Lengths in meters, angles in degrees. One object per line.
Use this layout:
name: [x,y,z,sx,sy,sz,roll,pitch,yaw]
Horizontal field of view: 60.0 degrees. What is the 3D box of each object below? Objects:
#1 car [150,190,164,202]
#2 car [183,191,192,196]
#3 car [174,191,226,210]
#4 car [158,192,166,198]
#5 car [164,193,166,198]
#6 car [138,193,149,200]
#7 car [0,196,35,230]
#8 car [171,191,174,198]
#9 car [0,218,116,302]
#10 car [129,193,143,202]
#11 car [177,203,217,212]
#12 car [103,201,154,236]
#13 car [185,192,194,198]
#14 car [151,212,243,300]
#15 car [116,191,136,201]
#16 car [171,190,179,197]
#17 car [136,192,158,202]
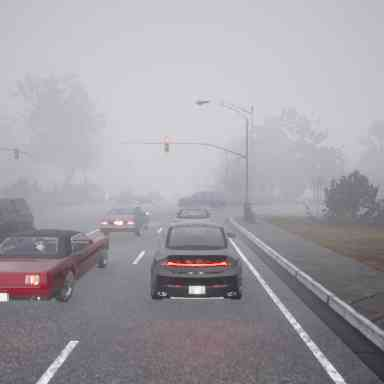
car: [-7.166,0.733,63.452,2.150,2.045,5.566,0,1,-1]
car: [-1.424,0.465,95.112,2.033,1.411,5.357,0,1,-7]
car: [1.106,0.956,37.622,5.566,2.045,2.150,0,0,-3]
car: [-7.602,0.780,83.911,1.812,1.442,4.674,0,1,-3]
car: [-7.237,0.876,73.642,1.882,1.535,5.008,0,1,-1]
car: [-10.742,0.991,73.769,1.895,1.301,4.718,0,1,-1]
car: [-7.141,1.173,10.713,2.150,2.045,5.566,0,0,0]
car: [-4.143,0.602,84.681,2.097,1.767,4.553,0,1,-4]
car: [-3.413,1.570,8.135,1.895,1.301,4.718,0,0,0]
car: [-10.676,0.987,63.683,1.882,1.535,5.008,0,1,0]
car: [0.080,1.497,17.628,1.895,1.301,4.718,0,0,0]
car: [-3.446,1.442,17.724,2.033,1.411,5.357,0,0,-1]
car: [-0.671,0.783,85.235,1.994,1.385,4.181,0,1,-4]
car: [0.088,1.473,8.315,1.837,1.490,4.892,0,0,0]
car: [-10.691,0.821,53.796,2.150,2.045,5.566,0,0,0]
car: [-4.912,0.451,94.749,2.097,1.767,4.553,0,1,-7]
car: [-7.192,1.151,53.277,2.033,1.411,5.357,0,0,0]
